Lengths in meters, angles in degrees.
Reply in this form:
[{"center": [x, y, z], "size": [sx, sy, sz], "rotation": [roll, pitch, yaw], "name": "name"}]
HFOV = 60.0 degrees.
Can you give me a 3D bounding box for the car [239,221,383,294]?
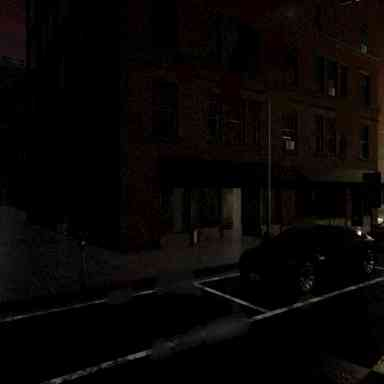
[{"center": [3.199, 1.566, 8.825], "size": [4.313, 1.339, 1.947], "rotation": [0, 0, -36], "name": "car"}]
